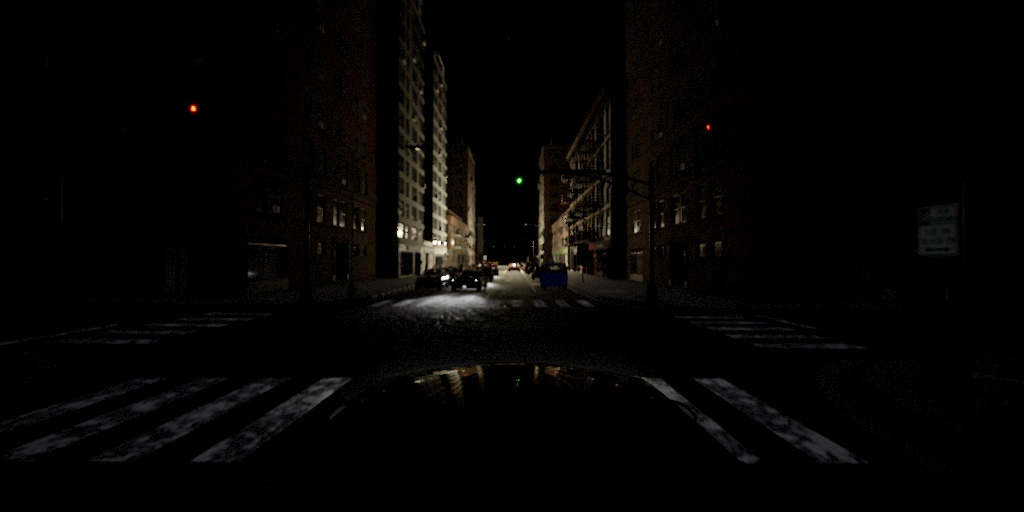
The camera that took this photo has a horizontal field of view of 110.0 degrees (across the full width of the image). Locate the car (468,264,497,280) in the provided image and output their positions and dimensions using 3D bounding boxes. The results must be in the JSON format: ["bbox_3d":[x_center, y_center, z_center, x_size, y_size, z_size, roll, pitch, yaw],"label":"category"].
[{"bbox_3d":[-2.706,1.682,33.968,1.895,1.301,4.718,0,-1,0],"label":"car"}]

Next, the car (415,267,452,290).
[{"bbox_3d":[-5.292,1.531,24.231,2.007,1.370,4.403,0,0,0],"label":"car"}]

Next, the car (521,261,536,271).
[{"bbox_3d":[2.860,1.582,52.609,2.192,1.841,5.009,0,0,0],"label":"car"}]

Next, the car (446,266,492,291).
[{"bbox_3d":[-2.764,1.579,23.956,1.895,1.301,4.718,0,-1,3],"label":"car"}]

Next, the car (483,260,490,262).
[{"bbox_3d":[-5.114,1.941,64.002,1.948,1.339,4.313,0,0,0],"label":"car"}]

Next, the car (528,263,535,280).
[{"bbox_3d":[2.784,1.681,35.565,1.802,1.307,4.207,0,0,0],"label":"car"}]

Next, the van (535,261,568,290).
[{"bbox_3d":[2.733,1.323,24.204,1.690,1.789,3.998,0,0,0],"label":"van"}]

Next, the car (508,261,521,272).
[{"bbox_3d":[0.351,1.918,57.880,1.895,1.301,4.718,0,-1,0],"label":"car"}]

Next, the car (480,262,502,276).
[{"bbox_3d":[-2.656,1.746,44.022,1.994,1.385,4.181,0,-1,1],"label":"car"}]

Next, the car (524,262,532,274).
[{"bbox_3d":[2.835,1.794,46.928,1.802,1.307,4.207,0,0,0],"label":"car"}]
